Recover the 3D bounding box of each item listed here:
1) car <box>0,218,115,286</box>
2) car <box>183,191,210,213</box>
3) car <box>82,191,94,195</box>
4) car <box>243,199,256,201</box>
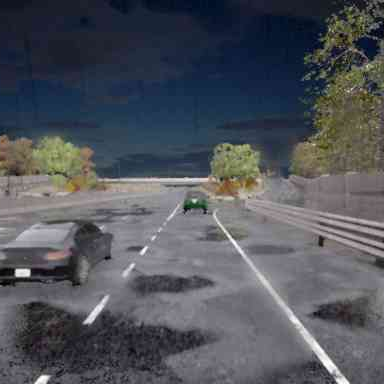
[{"bbox_3d":[-3.400,1.438,8.985,1.812,1.442,4.674,0,1,0],"label":"car"},{"bbox_3d":[0.485,0.911,32.036,2.150,2.045,5.566,0,0,6],"label":"car"},{"bbox_3d":[-27.964,0.508,89.761,2.097,1.767,4.553,0,0,0],"label":"car"},{"bbox_3d":[12.077,1.594,68.603,1.895,1.301,4.718,1,0,26],"label":"car"}]
